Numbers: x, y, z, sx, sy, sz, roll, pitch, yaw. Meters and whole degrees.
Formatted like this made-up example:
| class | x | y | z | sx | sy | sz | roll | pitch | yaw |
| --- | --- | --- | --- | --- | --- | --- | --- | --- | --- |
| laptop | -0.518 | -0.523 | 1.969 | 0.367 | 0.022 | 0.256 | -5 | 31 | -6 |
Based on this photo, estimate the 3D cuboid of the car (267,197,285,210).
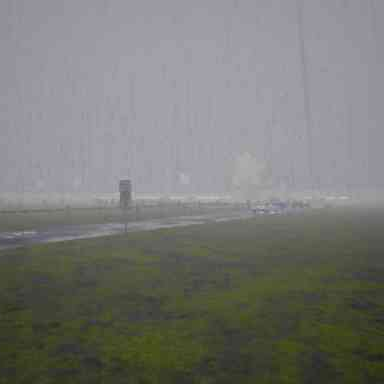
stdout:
| class | x | y | z | sx | sy | sz | roll | pitch | yaw |
| --- | --- | --- | --- | --- | --- | --- | --- | --- | --- |
| car | 12.537 | 1.817 | 51.022 | 2.150 | 2.045 | 5.566 | -1 | -1 | 35 |

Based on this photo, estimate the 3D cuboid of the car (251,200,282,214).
| class | x | y | z | sx | sy | sz | roll | pitch | yaw |
| --- | --- | --- | --- | --- | --- | --- | --- | --- | --- |
| car | 9.132 | 1.988 | 41.284 | 1.895 | 1.301 | 4.718 | -1 | -1 | 35 |

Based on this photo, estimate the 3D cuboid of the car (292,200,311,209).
| class | x | y | z | sx | sy | sz | roll | pitch | yaw |
| --- | --- | --- | --- | --- | --- | --- | --- | --- | --- |
| car | 17.664 | 2.022 | 53.586 | 1.837 | 1.490 | 4.892 | -1 | -1 | 35 |
